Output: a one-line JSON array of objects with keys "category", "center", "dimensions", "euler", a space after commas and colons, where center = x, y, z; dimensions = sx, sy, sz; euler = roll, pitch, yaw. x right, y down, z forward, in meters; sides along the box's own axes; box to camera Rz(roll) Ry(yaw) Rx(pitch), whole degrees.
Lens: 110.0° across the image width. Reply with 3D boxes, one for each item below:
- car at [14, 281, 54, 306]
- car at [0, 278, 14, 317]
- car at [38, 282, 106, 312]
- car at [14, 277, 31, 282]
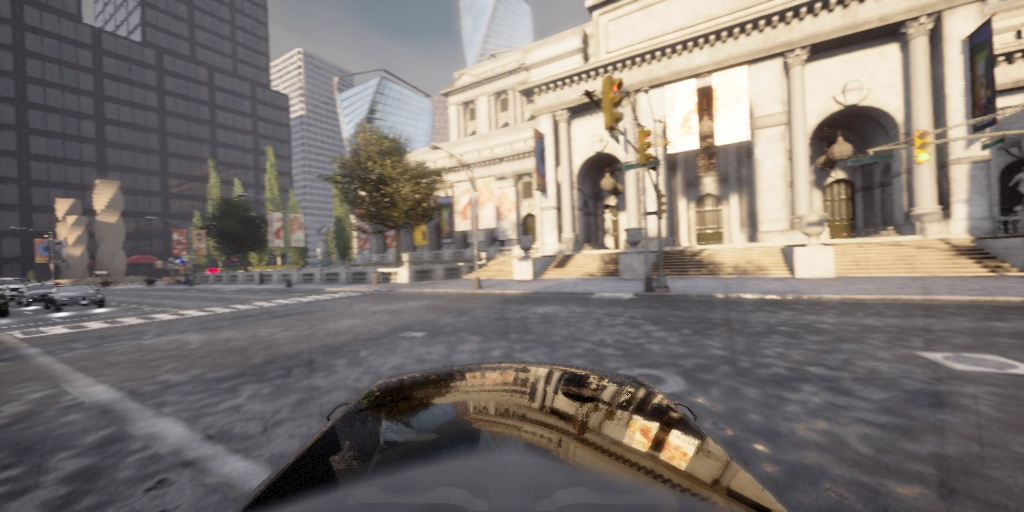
[{"category": "car", "center": [-34.422, 2.779, 26.206], "dimensions": [4.892, 1.490, 1.837], "euler": [-3, 0, 29]}, {"category": "car", "center": [-28.578, 2.231, 18.817], "dimensions": [5.566, 2.045, 2.150], "euler": [-3, 0, 30]}, {"category": "car", "center": [-26.409, 2.447, 21.591], "dimensions": [4.674, 1.442, 1.812], "euler": [-3, 0, 30]}, {"category": "car", "center": [-43.920, 2.913, 30.863], "dimensions": [5.566, 2.045, 2.150], "euler": [-3, 0, 19]}]
